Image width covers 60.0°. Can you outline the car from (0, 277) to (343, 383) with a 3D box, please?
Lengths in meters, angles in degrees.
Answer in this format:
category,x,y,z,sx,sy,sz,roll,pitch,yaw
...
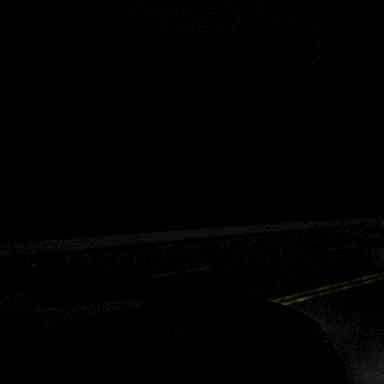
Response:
category,x,y,z,sx,sy,sz,roll,pitch,yaw
car,-0.669,1.516,2.828,4.674,1.442,1.812,0,0,-35
